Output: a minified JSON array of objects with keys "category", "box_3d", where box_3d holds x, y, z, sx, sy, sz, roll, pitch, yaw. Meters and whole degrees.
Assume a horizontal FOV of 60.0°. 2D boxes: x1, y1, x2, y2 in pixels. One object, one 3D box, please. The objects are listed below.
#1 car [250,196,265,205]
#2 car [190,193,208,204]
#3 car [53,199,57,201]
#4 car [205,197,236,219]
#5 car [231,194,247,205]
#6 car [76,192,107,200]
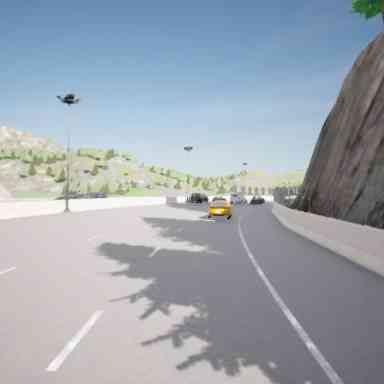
[{"category":"car","box_3d":[12.713,1.532,63.916,2.097,1.767,4.553,1,0,23]},{"category":"car","box_3d":[1.493,1.231,64.608,2.150,2.045,5.566,0,0,22]},{"category":"car","box_3d":[-18.358,1.236,48.665,1.837,1.490,4.892,1,0,15]},{"category":"car","box_3d":[2.678,1.512,30.018,1.882,1.535,5.008,1,0,11]},{"category":"car","box_3d":[9.007,1.345,64.511,2.150,2.045,5.566,0,0,23]},{"category":"car","box_3d":[-14.461,1.032,49.678,2.150,2.045,5.566,1,0,15]}]
